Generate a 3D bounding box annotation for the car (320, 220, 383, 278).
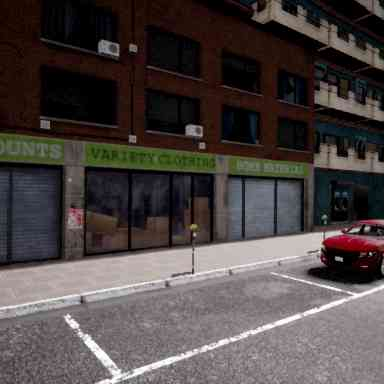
[{"bbox_3d":[5.767,1.548,10.209,4.507,1.381,1.887,0,1,-36],"label":"car"}]
